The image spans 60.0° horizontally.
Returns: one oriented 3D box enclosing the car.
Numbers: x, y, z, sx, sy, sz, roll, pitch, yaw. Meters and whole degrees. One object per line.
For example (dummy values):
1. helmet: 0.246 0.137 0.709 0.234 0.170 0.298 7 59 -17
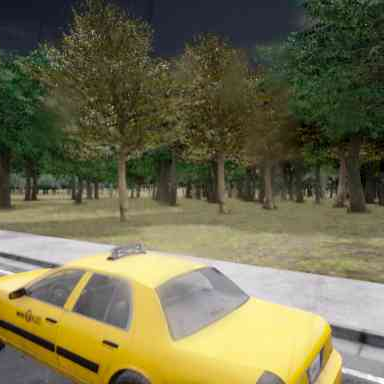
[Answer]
1. car: -1.045 1.451 4.307 5.366 1.575 1.801 0 0 35
